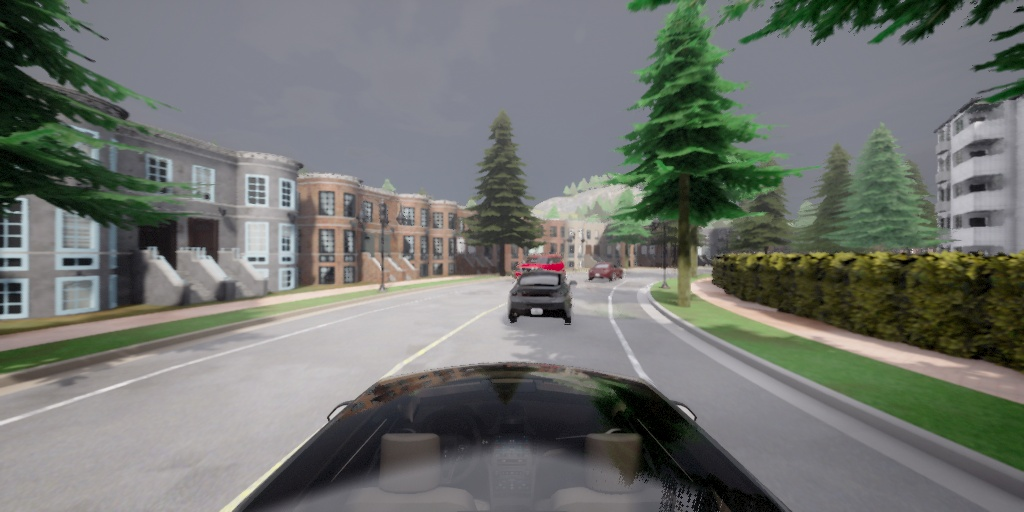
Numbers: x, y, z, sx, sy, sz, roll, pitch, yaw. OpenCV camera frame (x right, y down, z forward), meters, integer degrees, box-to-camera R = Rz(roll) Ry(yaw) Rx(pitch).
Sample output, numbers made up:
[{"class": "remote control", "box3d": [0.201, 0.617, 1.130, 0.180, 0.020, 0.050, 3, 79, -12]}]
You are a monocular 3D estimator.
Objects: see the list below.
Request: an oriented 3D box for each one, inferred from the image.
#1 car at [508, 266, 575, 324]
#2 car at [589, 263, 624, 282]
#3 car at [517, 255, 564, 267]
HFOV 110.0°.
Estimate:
[{"class": "car", "box3d": [1.069, 1.238, 11.990, 1.837, 1.490, 4.892, 0, 0, 10]}, {"class": "car", "box3d": [7.553, 1.240, 28.613, 1.812, 1.442, 4.674, 0, 0, 31]}, {"class": "car", "box3d": [2.203, 0.930, 26.756, 2.150, 2.045, 5.566, 0, 0, 28]}]
